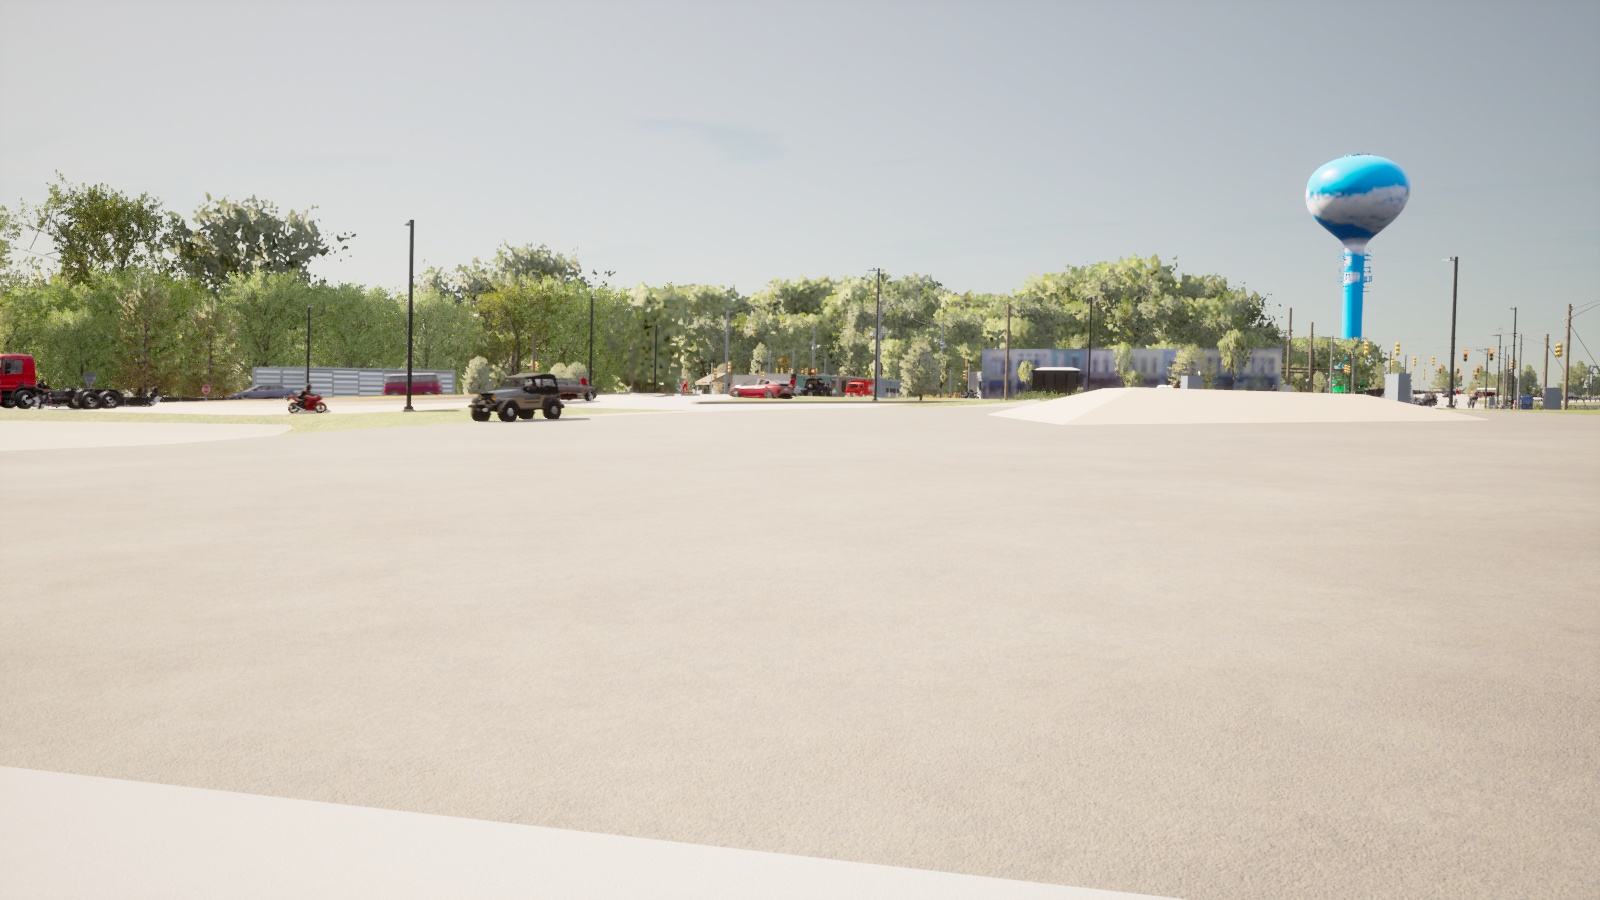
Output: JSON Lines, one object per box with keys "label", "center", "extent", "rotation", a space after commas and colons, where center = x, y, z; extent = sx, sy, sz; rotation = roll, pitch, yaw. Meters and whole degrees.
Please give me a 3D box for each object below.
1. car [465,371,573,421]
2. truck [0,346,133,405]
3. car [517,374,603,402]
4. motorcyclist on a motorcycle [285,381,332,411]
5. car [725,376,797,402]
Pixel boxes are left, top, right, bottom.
{"label": "car", "center": [-11.141, -2.182, 49.915], "extent": [1.905, 1.878, 3.866], "rotation": [2, 4, 35]}
{"label": "truck", "center": [-46.953, -4.673, 79.445], "extent": [2.891, 3.462, 7.936], "rotation": [4, 3, 38]}
{"label": "car", "center": [-13.968, -3.643, 73.369], "extent": [2.163, 1.488, 4.792], "rotation": [5, 6, 33]}
{"label": "motorcyclist on a motorcycle", "center": [-25.610, -2.831, 65.474], "extent": [2.044, 1.523, 0.797], "rotation": [0, 7, -4]}
{"label": "car", "center": [-2.606, -4.074, 83.949], "extent": [4.514, 1.525, 2.007], "rotation": [4, 2, 38]}
